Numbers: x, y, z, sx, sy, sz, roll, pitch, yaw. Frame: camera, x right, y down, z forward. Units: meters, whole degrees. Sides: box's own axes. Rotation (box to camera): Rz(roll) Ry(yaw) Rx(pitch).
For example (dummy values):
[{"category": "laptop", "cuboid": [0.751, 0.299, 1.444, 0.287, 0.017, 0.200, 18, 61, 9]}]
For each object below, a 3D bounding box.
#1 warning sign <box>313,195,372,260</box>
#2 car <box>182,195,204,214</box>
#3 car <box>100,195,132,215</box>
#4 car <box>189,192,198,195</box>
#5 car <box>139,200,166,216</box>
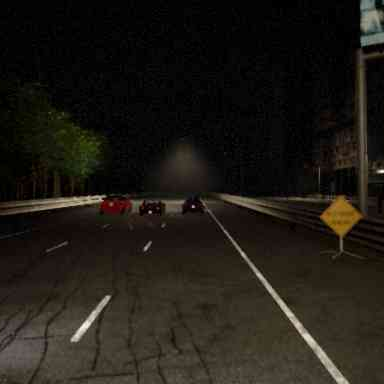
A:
[{"category": "warning sign", "cuboid": [4.544, 1.025, 10.166, 1.300, 1.860, 1.060, -1, 0, 0]}, {"category": "car", "cuboid": [0.117, 1.276, 31.549, 1.994, 1.385, 4.181, 0, 1, 0]}, {"category": "car", "cuboid": [-6.882, 1.073, 30.473, 2.097, 1.767, 4.553, 0, 1, 0]}, {"category": "car", "cuboid": [0.114, 1.058, 48.865, 2.128, 1.511, 4.902, 0, 1, 0]}, {"category": "car", "cuboid": [-3.382, 1.333, 29.270, 1.895, 1.301, 4.718, 0, 1, 0]}]
